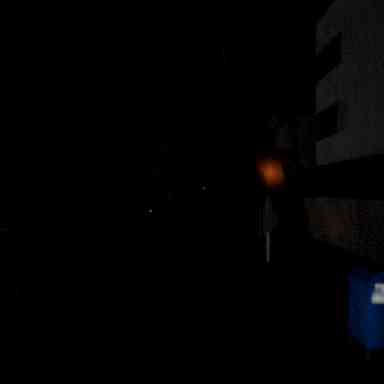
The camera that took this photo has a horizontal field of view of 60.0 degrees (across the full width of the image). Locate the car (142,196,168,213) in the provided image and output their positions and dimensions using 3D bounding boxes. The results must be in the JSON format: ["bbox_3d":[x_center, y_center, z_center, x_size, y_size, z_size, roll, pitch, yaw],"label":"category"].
[{"bbox_3d":[-4.130,1.478,35.829,2.033,1.411,5.357,0,0,0],"label":"car"}]

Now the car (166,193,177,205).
[{"bbox_3d":[-4.099,1.366,57.298,1.882,1.535,5.008,0,0,0],"label":"car"}]
